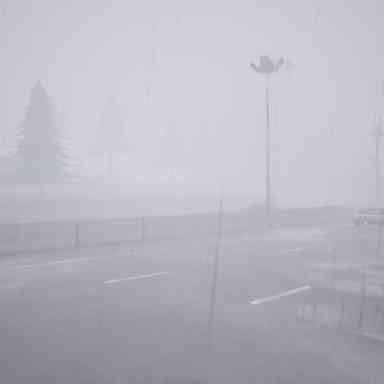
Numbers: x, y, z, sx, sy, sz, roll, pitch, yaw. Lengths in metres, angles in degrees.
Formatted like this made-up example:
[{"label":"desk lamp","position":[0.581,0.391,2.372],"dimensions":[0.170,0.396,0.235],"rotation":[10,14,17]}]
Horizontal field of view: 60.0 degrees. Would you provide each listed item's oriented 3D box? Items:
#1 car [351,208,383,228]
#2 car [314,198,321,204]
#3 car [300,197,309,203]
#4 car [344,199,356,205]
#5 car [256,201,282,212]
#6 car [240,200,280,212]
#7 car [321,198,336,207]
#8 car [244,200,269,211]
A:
[{"label":"car","position":[13.434,1.820,24.264],"dimensions":[4.718,1.301,1.895],"rotation":[0,-1,-45]},{"label":"car","position":[31.433,2.275,82.506],"dimensions":[2.128,1.511,4.902],"rotation":[-1,-1,24]},{"label":"car","position":[29.604,2.219,87.062],"dimensions":[1.837,1.490,4.892],"rotation":[-1,-1,24]},{"label":"car","position":[31.182,2.159,65.629],"dimensions":[1.994,1.385,4.181],"rotation":[-1,-1,29]},{"label":"car","position":[11.142,2.066,48.182],"dimensions":[1.994,1.385,4.181],"rotation":[-1,-1,39]},{"label":"car","position":[6.531,1.850,32.651],"dimensions":[1.837,1.490,4.892],"rotation":[-1,-1,45]},{"label":"car","position":[27.246,2.106,65.697],"dimensions":[1.882,1.535,5.008],"rotation":[-1,-1,29]},{"label":"car","position":[10.275,2.061,52.739],"dimensions":[1.837,1.490,4.892],"rotation":[-1,0,38]}]
